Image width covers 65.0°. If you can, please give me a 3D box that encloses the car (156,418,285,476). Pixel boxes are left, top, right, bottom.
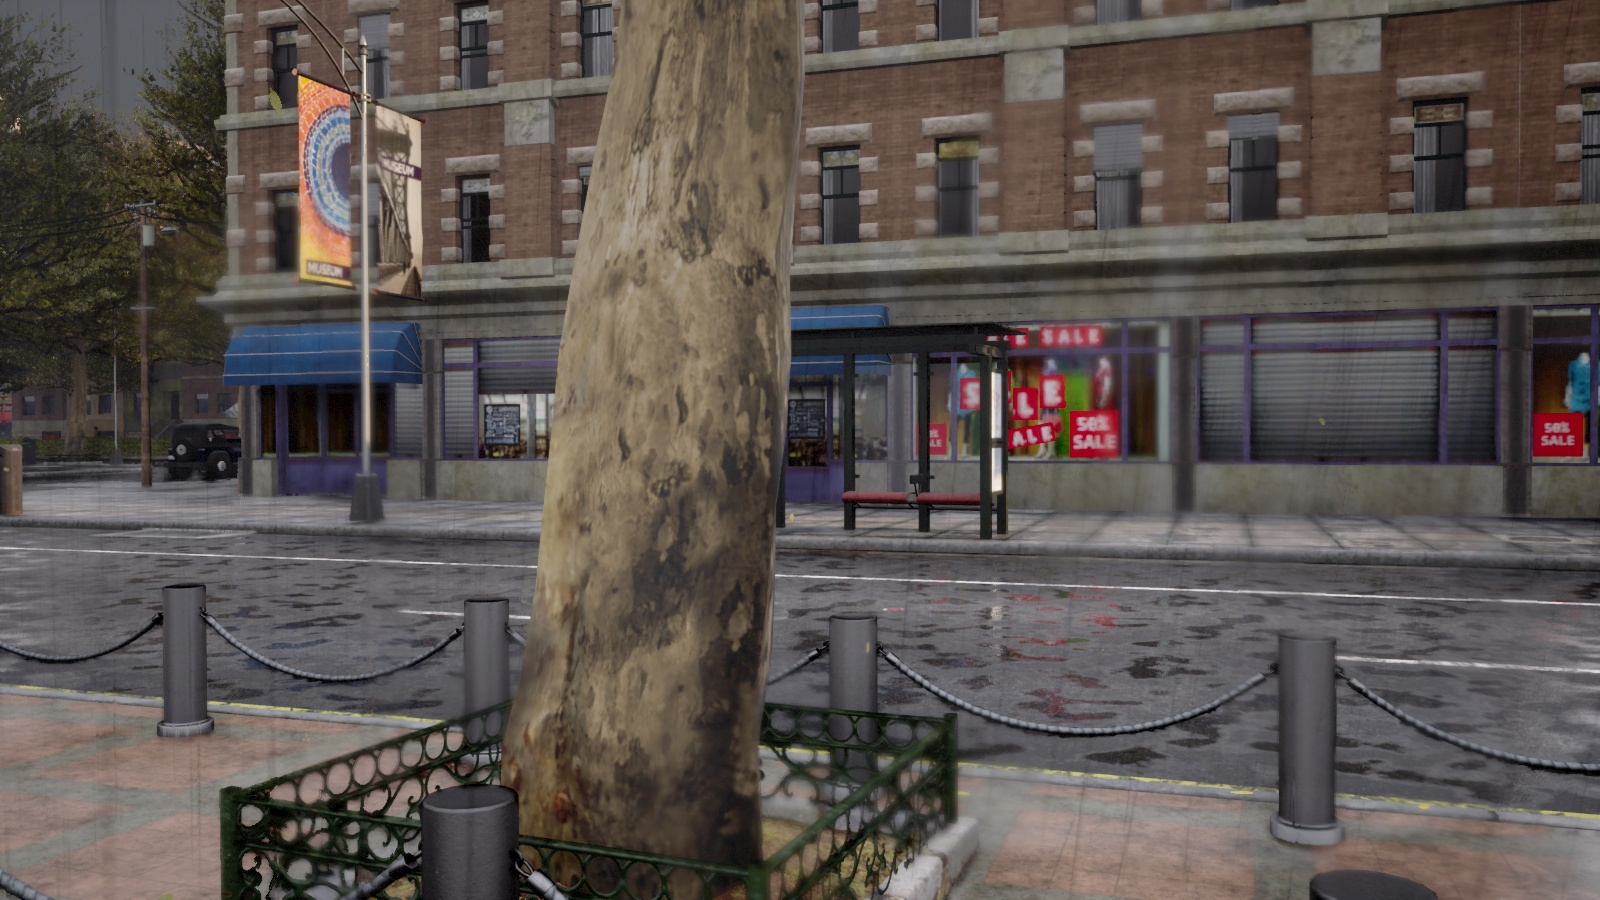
[{"bbox_3d":[-19.740,-0.140,42.961,1.905,1.878,3.866,1,1,18],"label":"car"}]
